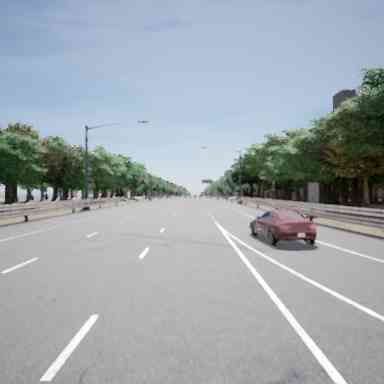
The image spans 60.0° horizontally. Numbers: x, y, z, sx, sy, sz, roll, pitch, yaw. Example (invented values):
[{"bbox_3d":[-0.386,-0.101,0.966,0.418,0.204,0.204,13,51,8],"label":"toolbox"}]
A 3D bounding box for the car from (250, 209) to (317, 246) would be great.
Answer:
[{"bbox_3d":[4.058,1.520,15.247,1.812,1.442,4.674,0,0,-5],"label":"car"}]
